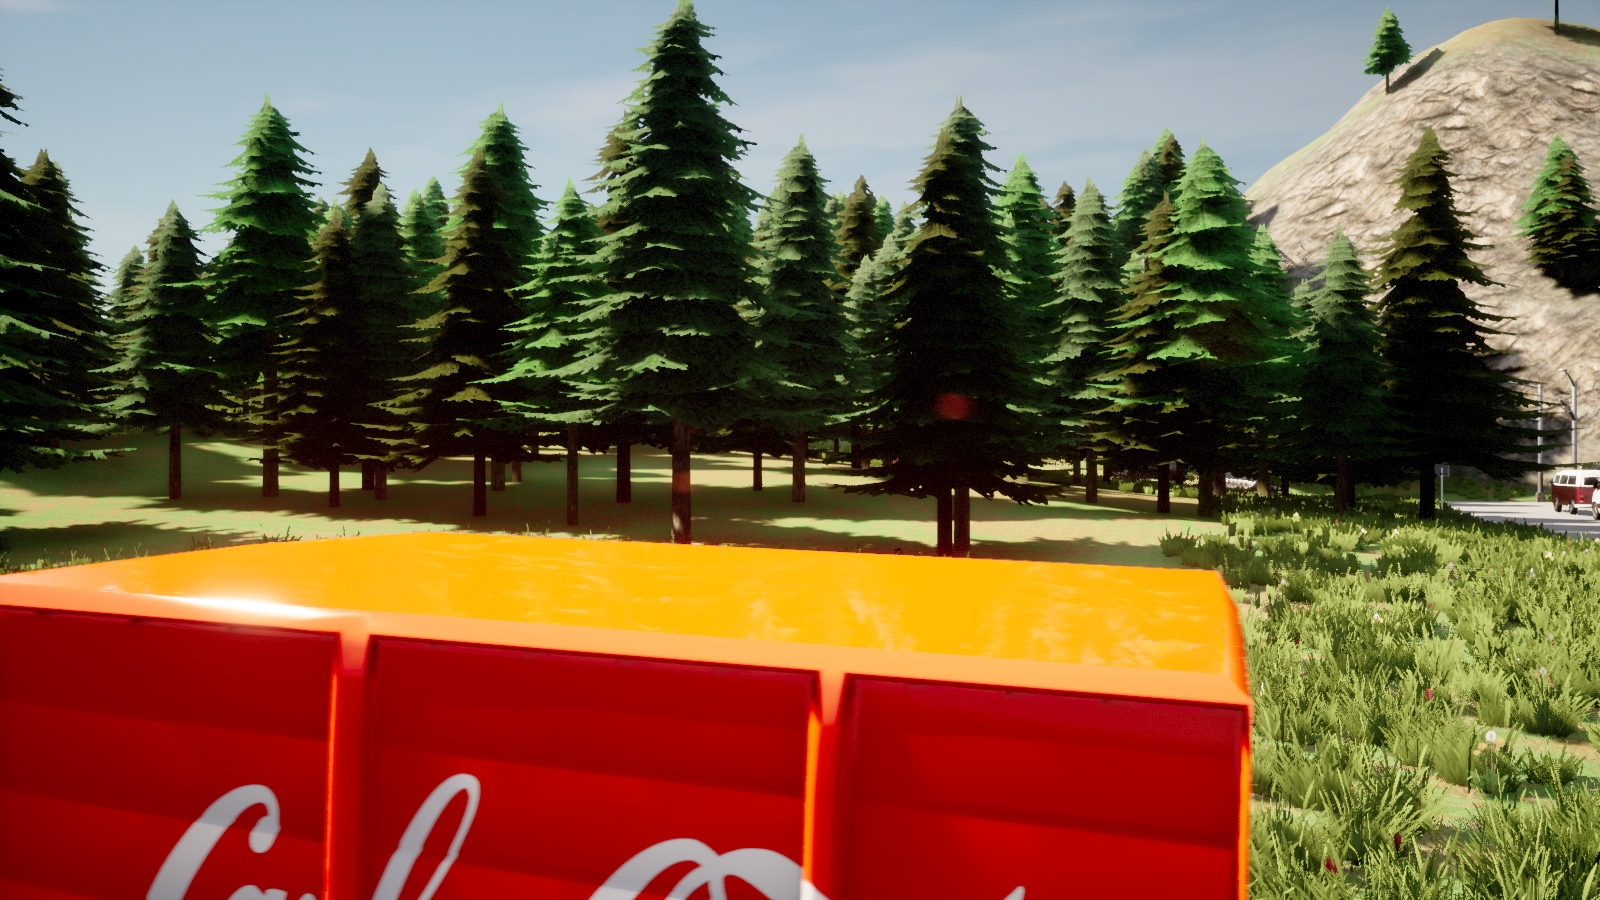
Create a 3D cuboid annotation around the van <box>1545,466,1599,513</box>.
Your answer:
[{"bbox_3d":[36.159,1.782,52.642,2.069,2.038,4.480,0,0,20],"label":"van"}]

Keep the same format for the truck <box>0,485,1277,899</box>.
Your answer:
[{"bbox_3d":[-1.307,1.434,3.809,5.204,2.467,2.627,0,0,20],"label":"truck"}]

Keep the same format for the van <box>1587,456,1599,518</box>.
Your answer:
[{"bbox_3d":[33.726,1.534,45.978,1.988,2.561,5.915,0,0,20],"label":"van"}]
